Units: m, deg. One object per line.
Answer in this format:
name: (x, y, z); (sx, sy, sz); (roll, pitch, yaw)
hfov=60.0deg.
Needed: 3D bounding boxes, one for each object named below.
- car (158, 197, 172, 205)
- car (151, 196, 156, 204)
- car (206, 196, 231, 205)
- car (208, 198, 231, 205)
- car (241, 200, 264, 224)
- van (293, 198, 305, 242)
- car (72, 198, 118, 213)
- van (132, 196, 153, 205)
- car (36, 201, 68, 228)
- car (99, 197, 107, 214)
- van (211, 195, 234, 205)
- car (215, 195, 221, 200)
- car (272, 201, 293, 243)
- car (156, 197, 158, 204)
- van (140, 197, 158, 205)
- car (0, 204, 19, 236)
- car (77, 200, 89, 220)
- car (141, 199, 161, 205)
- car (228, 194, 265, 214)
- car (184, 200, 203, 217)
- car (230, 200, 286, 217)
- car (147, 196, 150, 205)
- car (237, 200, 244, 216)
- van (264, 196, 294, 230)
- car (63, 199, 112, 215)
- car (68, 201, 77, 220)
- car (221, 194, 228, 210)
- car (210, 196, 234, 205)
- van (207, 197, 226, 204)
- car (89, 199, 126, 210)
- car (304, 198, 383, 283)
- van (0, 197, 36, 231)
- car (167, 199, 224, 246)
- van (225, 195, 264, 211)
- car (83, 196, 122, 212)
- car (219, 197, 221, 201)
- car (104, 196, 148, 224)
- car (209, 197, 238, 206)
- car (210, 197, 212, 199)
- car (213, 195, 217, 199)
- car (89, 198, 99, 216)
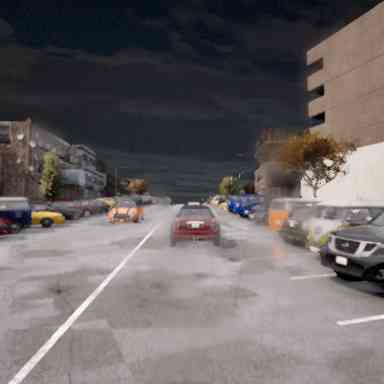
car: (-5.001, 1.777, 66.537); (2.097, 1.767, 4.553); (0, -1, 0)
car: (-11.390, 2.088, 74.227); (5.008, 1.535, 2.097); (0, -2, -20)
car: (6.445, 2.009, 80.517); (5.566, 2.045, 2.435); (1, -2, -20)
car: (6.474, 2.203, 77.547); (4.792, 1.488, 2.163); (1, -2, -20)
car: (6.385, 1.563, 23.593); (4.892, 1.521, 2.231); (1, 0, -19)
van: (6.052, 1.303, 11.538); (4.442, 1.987, 1.878); (1, 0, -19)
car: (-11.368, 1.588, 39.024); (5.008, 1.535, 2.097); (-1, 0, -20)
van: (-11.481, 1.944, 77.127); (4.442, 1.987, 1.878); (0, -1, -20)
car: (-11.066, 1.530, 21.476); (5.366, 1.575, 1.946); (-1, 0, -20)
car: (-11.334, 1.572, 33.154); (4.892, 1.521, 2.231); (-1, 0, -20)
van: (6.302, 1.719, 68.519); (4.442, 1.987, 1.878); (1, -1, -20)
car: (6.239, 1.618, 44.558); (5.366, 1.575, 1.946); (1, 0, -20)
car: (6.191, 1.412, 14.573); (4.553, 1.767, 2.185); (1, 0, -19)
car: (-11.338, 2.387, 83.031); (4.674, 1.452, 2.002); (0, -2, -20)
van: (-11.402, 2.338, 88.852); (4.442, 1.987, 1.878); (0, -2, -20)
car: (-11.184, 1.518, 15.532); (5.008, 1.535, 2.097); (-1, 0, -21)
car: (-11.266, 1.582, 27.292); (4.792, 1.488, 2.163); (-1, 0, -20)
car: (-11.269, 2.700, 91.809); (5.008, 1.535, 2.097); (0, -3, -20)
car: (6.468, 1.326, 29.629); (5.566, 2.045, 2.435); (1, 0, -20)
car: (0.159, 1.618, 33.421); (1.812, 1.442, 4.674); (0, 0, 0)
car: (6.450, 1.586, 32.632); (4.892, 1.521, 2.231); (1, 0, -20)
car: (-11.408, 1.885, 65.430); (4.892, 1.521, 2.231); (0, -1, -20)
car: (6.437, 1.599, 26.613); (4.792, 1.488, 2.163); (1, 0, -19)
van: (6.390, 1.322, 17.626); (4.442, 1.987, 1.878); (1, 0, -19)
car: (-11.350, 1.580, 36.087); (4.892, 1.521, 2.231); (-1, 0, -20)
car: (-11.277, 1.544, 24.347); (5.008, 1.535, 2.097); (-1, 0, -20)
car: (6.480, 1.342, 35.648); (5.566, 2.045, 2.435); (1, 0, -20)
car: (6.389, 1.891, 71.547); (4.553, 1.767, 2.185); (1, -2, -20)
van: (6.396, 2.230, 86.477); (4.442, 1.987, 1.878); (1, -3, -19)
car: (-11.404, 1.654, 44.898); (4.674, 1.452, 2.002); (-1, -1, -20)
car: (6.074, 1.271, 8.567); (5.566, 2.045, 2.435); (1, 0, -19)
van: (-11.323, 1.303, 18.433); (4.442, 1.987, 1.878); (-1, 0, -21)
car: (0.145, 1.395, 15.692); (2.097, 1.767, 4.553); (0, 0, 0)
van: (6.537, 1.386, 41.670); (4.442, 1.987, 1.878); (1, -1, -20)
car: (-11.360, 1.474, 41.966); (4.553, 1.767, 2.185); (-1, 0, -20)
car: (6.265, 1.595, 38.565); (5.366, 1.575, 1.946); (1, 0, -20)
car: (-4.956, 1.425, 25.591); (2.097, 1.767, 4.553); (0, 0, 0)
car: (6.227, 1.880, 65.499); (5.366, 1.575, 1.946); (1, -1, -20)
car: (6.218, 1.728, 56.527); (5.366, 1.575, 1.946); (1, -1, -20)
car: (6.432, 1.391, 47.628); (5.566, 2.045, 2.435); (1, -1, -20)
car: (-11.326, 1.562, 30.219); (5.008, 1.535, 2.097); (-1, 0, -20)
